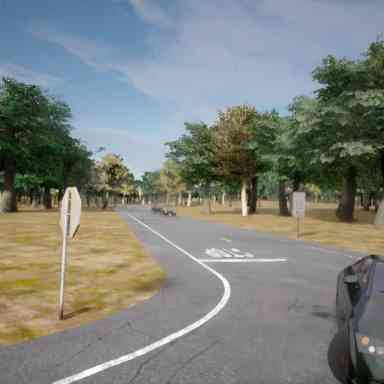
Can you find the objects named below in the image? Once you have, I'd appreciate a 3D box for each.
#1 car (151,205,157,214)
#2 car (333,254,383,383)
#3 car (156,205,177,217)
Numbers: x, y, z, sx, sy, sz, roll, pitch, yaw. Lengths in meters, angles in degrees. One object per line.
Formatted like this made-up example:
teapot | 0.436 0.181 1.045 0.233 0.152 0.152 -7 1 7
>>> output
car | -5.829 2.978 56.908 1.882 1.535 5.008 3 -2 -14
car | 3.150 1.645 4.680 1.994 1.385 4.181 1 -1 22
car | -3.551 2.865 48.067 1.895 1.301 4.718 3 -2 -14
